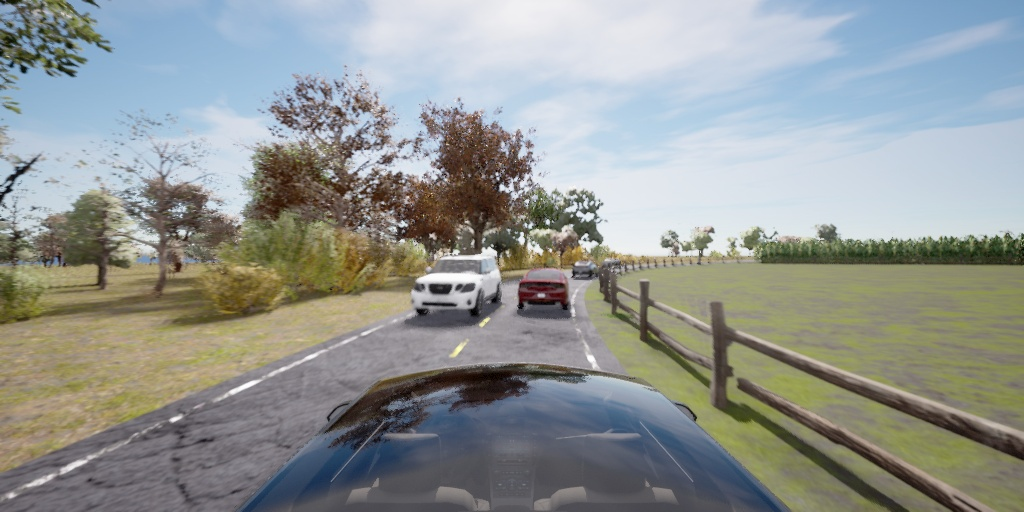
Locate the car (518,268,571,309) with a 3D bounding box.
[{"bbox_3d":[1.447,1.253,15.188,1.882,1.535,5.008,0,0,9],"label":"car"}]

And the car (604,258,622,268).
[{"bbox_3d":[14.672,1.047,53.172,2.128,1.511,4.902,0,1,37],"label":"car"}]

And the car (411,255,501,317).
[{"bbox_3d":[-1.821,0.979,13.620,2.150,2.045,5.566,0,0,9],"label":"car"}]

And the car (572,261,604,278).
[{"bbox_3d":[6.987,1.210,33.959,2.128,1.511,4.902,0,0,23],"label":"car"}]
